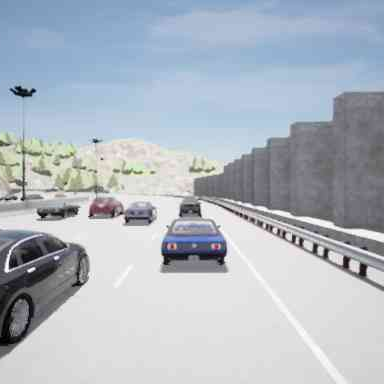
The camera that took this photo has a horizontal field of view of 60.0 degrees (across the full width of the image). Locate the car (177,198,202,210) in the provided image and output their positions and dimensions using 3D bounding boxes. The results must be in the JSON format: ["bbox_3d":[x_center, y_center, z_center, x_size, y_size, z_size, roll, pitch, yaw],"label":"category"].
[{"bbox_3d":[-0.182,1.285,28.630,1.837,1.490,4.892,0,0,-1],"label":"car"}]

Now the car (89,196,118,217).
[{"bbox_3d":[-7.177,1.149,28.245,2.097,1.767,4.553,0,0,-1],"label":"car"}]

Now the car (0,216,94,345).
[{"bbox_3d":[-3.432,1.464,6.257,1.837,1.490,4.892,0,1,0],"label":"car"}]

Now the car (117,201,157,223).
[{"bbox_3d":[-3.566,1.373,23.611,2.033,1.411,5.357,0,0,-1],"label":"car"}]

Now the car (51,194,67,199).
[{"bbox_3d":[-23.136,1.126,58.009,1.812,1.442,4.674,0,1,-7],"label":"car"}]

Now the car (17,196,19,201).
[{"bbox_3d":[-31.109,1.109,63.750,2.033,1.411,5.357,0,0,-10],"label":"car"}]

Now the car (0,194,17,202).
[{"bbox_3d":[-34.551,1.099,63.063,2.033,1.411,5.357,0,0,-9],"label":"car"}]

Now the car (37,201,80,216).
[{"bbox_3d":[-10.636,1.415,26.898,1.895,1.301,4.718,0,0,-1],"label":"car"}]

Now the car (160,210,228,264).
[{"bbox_3d":[0.051,1.513,11.367,1.895,1.301,4.718,0,0,0],"label":"car"}]

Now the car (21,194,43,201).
[{"bbox_3d":[-26.297,1.145,55.356,1.837,1.490,4.892,0,2,-6],"label":"car"}]
